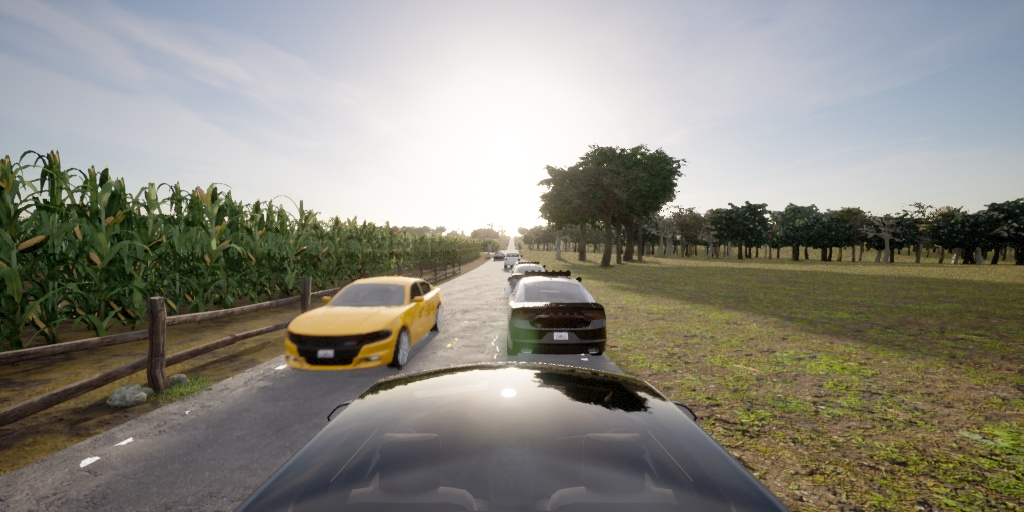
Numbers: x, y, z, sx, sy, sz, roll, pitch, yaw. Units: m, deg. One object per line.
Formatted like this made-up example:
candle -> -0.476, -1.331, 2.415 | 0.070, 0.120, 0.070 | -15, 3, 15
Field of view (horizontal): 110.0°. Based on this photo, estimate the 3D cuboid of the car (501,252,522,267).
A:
car -> 0.129, 0.527, 46.104 | 2.150, 2.045, 5.566 | 0, 1, 1

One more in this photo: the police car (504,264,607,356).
police car -> 0.843, 1.154, 8.721 | 1.930, 1.638, 5.238 | 0, 0, 0

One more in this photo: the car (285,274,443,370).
car -> -2.834, 1.210, 7.964 | 1.882, 1.535, 5.008 | 0, 0, 0

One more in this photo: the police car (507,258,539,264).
police car -> 0.865, 1.090, 18.722 | 1.930, 1.638, 5.238 | 0, 0, 0
